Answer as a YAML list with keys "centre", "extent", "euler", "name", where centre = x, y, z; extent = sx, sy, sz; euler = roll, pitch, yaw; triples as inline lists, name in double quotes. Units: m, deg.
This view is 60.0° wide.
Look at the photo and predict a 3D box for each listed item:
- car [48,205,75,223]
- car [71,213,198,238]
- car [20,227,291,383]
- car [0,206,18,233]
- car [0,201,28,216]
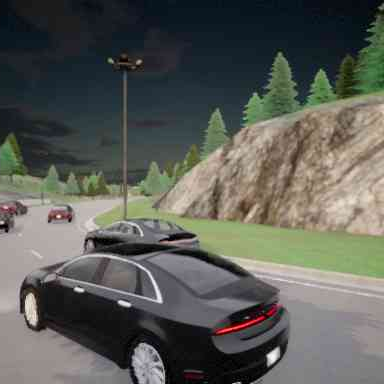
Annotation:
- centre: [-11.258, 1.831, 28.852]
  extent: [1.812, 1.442, 4.674]
  euler: [0, -1, -15]
  name: "car"
- centre: [-1.827, 1.604, 10.954]
  extent: [2.128, 1.511, 4.902]
  euler: [0, -1, -43]
  name: "car"
- centre: [-0.947, 1.559, 5.215]
  extent: [4.892, 1.490, 1.837]
  euler: [-1, 0, 41]
  name: "car"
- centre: [-12.463, 1.833, 21.138]
  extent: [1.895, 1.301, 4.718]
  euler: [0, -1, -24]
  name: "car"
- centre: [-19.947, 1.755, 37.085]
  extent: [2.097, 1.767, 4.553]
  euler: [0, -1, -11]
  name: "car"
